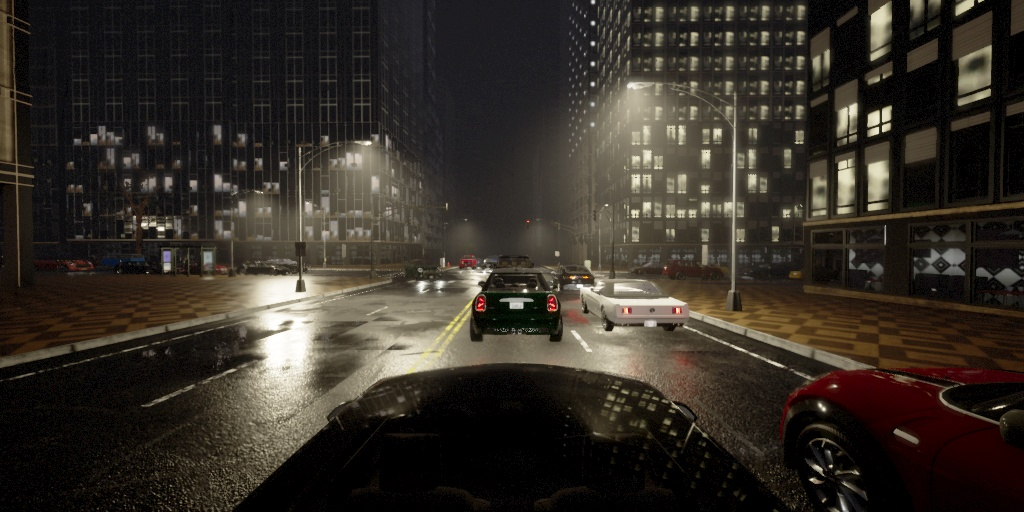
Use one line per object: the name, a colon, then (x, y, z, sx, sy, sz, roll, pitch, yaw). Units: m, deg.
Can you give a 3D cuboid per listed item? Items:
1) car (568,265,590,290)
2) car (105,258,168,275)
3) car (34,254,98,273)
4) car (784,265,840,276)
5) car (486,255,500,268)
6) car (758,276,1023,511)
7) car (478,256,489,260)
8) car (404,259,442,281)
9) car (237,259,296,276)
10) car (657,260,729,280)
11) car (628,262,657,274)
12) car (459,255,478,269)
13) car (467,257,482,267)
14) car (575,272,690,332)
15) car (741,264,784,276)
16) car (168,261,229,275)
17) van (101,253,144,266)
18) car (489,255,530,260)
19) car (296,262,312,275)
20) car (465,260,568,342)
car: (3.351, 1.245, 20.142, 1.837, 1.490, 4.892, 0, 0, 0)
car: (-34.095, 1.069, 33.113, 4.313, 1.339, 1.948, 0, 0, 1)
car: (-45.145, 0.710, 35.994, 4.553, 1.767, 2.097, 1, 1, 1)
car: (27.643, 1.578, 32.079, 4.829, 1.417, 1.751, 0, 0, 1)
car: (-3.320, 0.924, 62.931, 2.150, 2.045, 5.566, 0, 0, 0)
car: (3.349, 1.102, 1.197, 2.097, 1.767, 4.553, 0, 0, 0)
car: (-3.342, 1.206, 52.485, 2.128, 1.511, 4.902, 0, 0, 0)
car: (-7.601, 1.106, 30.459, 2.097, 1.767, 4.553, 0, 0, -33)
car: (-22.730, 1.173, 32.806, 4.313, 1.339, 1.948, 0, 0, 1)
car: (16.195, 1.268, 32.277, 5.009, 1.841, 2.192, 0, 0, 1)
car: (15.229, 1.398, 38.099, 5.357, 1.411, 2.033, 1, 1, 2)
car: (-6.596, 0.935, 54.017, 2.150, 2.045, 5.566, 0, 0, 0)
car: (-6.559, 1.055, 63.615, 2.097, 1.767, 4.553, 0, 0, 0)
car: (3.351, 1.347, 10.884, 1.895, 1.301, 4.718, 0, 0, 0)
car: (27.361, 1.505, 37.863, 5.357, 1.411, 2.033, 1, 1, 1)
car: (-28.414, 1.138, 32.940, 4.207, 1.307, 1.802, 0, 0, 1)
van: (-45.286, 0.604, 41.774, 3.998, 1.789, 1.690, 0, 0, 1)
car: (0.101, 0.963, 19.646, 2.150, 2.045, 5.566, 0, 0, 0)
car: (-22.506, 1.057, 35.509, 4.902, 1.511, 2.128, 1, 1, 1)
car: (0.100, 1.099, 9.934, 2.097, 1.767, 4.553, 0, 0, 0)
